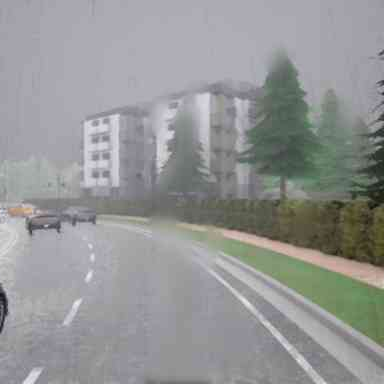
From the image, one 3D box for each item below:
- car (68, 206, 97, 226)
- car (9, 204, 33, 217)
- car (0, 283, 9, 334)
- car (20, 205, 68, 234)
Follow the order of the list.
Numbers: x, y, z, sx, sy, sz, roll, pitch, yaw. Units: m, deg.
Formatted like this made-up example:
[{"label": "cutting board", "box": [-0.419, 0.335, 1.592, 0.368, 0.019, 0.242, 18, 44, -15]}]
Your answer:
[{"label": "car", "box": [-9.423, 1.910, 27.508, 2.128, 1.511, 4.902, 0, -1, -35]}, {"label": "car", "box": [-18.847, 2.090, 37.483, 5.008, 1.535, 1.882, -1, -1, 40]}, {"label": "car", "box": [-3.839, 1.601, 3.686, 1.812, 1.442, 4.674, 0, -1, -5]}, {"label": "car", "box": [-9.861, 1.842, 21.893, 2.128, 1.511, 4.902, 0, -1, -29]}]
